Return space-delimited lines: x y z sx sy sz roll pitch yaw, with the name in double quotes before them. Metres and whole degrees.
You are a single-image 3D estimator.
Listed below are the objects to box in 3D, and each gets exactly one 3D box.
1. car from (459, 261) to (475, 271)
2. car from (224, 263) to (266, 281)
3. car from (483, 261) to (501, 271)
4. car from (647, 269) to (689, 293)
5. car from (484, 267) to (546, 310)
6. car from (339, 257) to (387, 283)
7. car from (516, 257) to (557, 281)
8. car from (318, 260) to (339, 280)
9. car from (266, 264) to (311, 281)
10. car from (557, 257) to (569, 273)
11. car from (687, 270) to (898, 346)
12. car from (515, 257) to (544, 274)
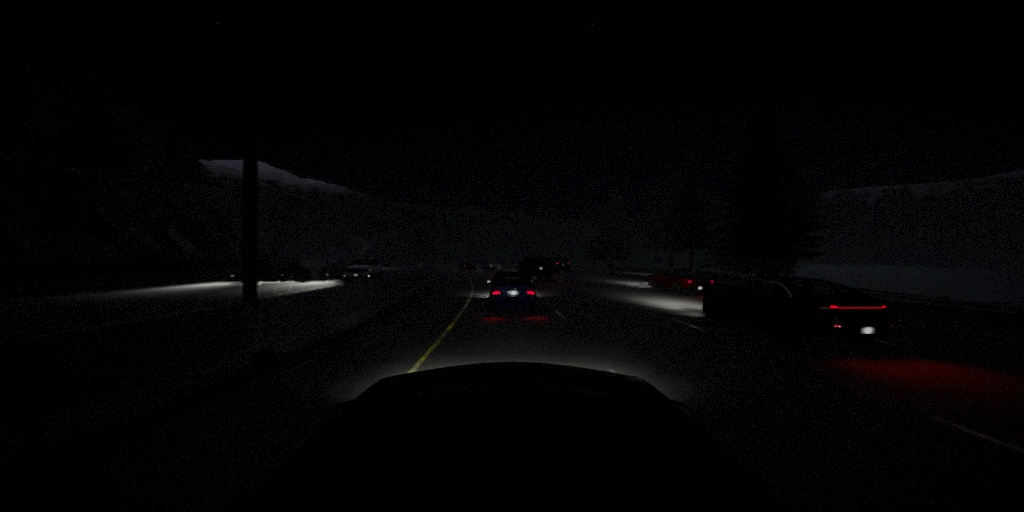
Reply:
"car" -6.649 1.504 52.839 1.812 1.442 4.674 0 0 -18
"car" -23.351 1.378 31.810 2.128 1.511 4.902 0 0 -10
"car" -2.944 1.503 52.673 1.812 1.442 4.674 0 0 -17
"car" 10.011 1.439 21.657 1.895 1.301 4.718 0 0 -5
"car" -0.064 1.357 15.048 2.033 1.411 5.357 0 0 -3
"car" -12.433 1.098 30.287 2.150 2.045 5.566 0 0 -9
"car" 1.914 1.108 31.990 2.150 2.045 5.566 1 0 -10
"car" -16.609 1.386 33.804 2.128 1.511 4.902 0 0 -11
"car" -19.924 1.453 32.493 1.994 1.385 4.181 0 0 -10
"car" 5.776 1.179 48.107 2.150 2.045 5.566 1 0 -15
"car" 7.052 1.277 9.566 2.128 1.511 4.902 0 0 -1
"car" 2.250 1.178 47.691 2.150 2.045 5.566 1 0 -16
